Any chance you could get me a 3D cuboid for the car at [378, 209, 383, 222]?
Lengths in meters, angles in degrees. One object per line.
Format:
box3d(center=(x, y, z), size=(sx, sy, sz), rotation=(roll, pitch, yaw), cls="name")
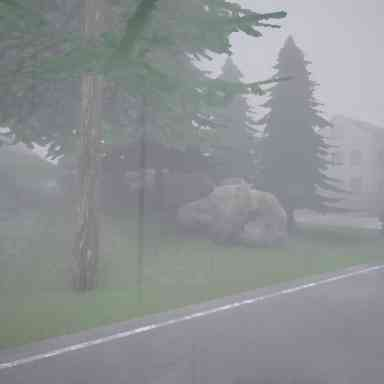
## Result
box3d(center=(13.742, 1.477, 19.752), size=(2.128, 1.511, 4.902), rotation=(0, 0, -29), cls="car")
